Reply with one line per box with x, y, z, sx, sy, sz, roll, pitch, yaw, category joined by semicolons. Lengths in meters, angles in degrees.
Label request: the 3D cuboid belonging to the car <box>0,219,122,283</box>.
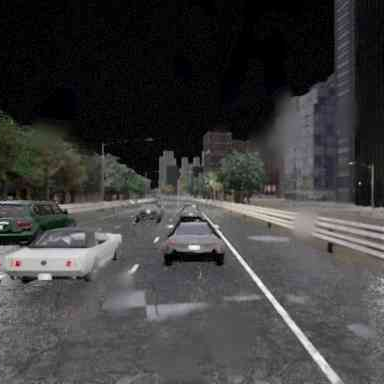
-3.426;1.711;9.958;1.895;1.301;4.718;0;-1;0;car

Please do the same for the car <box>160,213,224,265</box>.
0.061;1.701;12.240;1.994;1.385;4.181;0;-1;0;car

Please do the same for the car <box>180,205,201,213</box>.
-0.125;1.930;30.841;1.994;1.385;4.181;0;-1;-1;car

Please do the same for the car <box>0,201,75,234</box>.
-6.961;1.389;14.689;2.150;2.045;5.566;0;0;0;car

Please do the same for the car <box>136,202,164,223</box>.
-3.605;1.699;29.427;2.097;1.767;4.553;0;-1;-1;car
